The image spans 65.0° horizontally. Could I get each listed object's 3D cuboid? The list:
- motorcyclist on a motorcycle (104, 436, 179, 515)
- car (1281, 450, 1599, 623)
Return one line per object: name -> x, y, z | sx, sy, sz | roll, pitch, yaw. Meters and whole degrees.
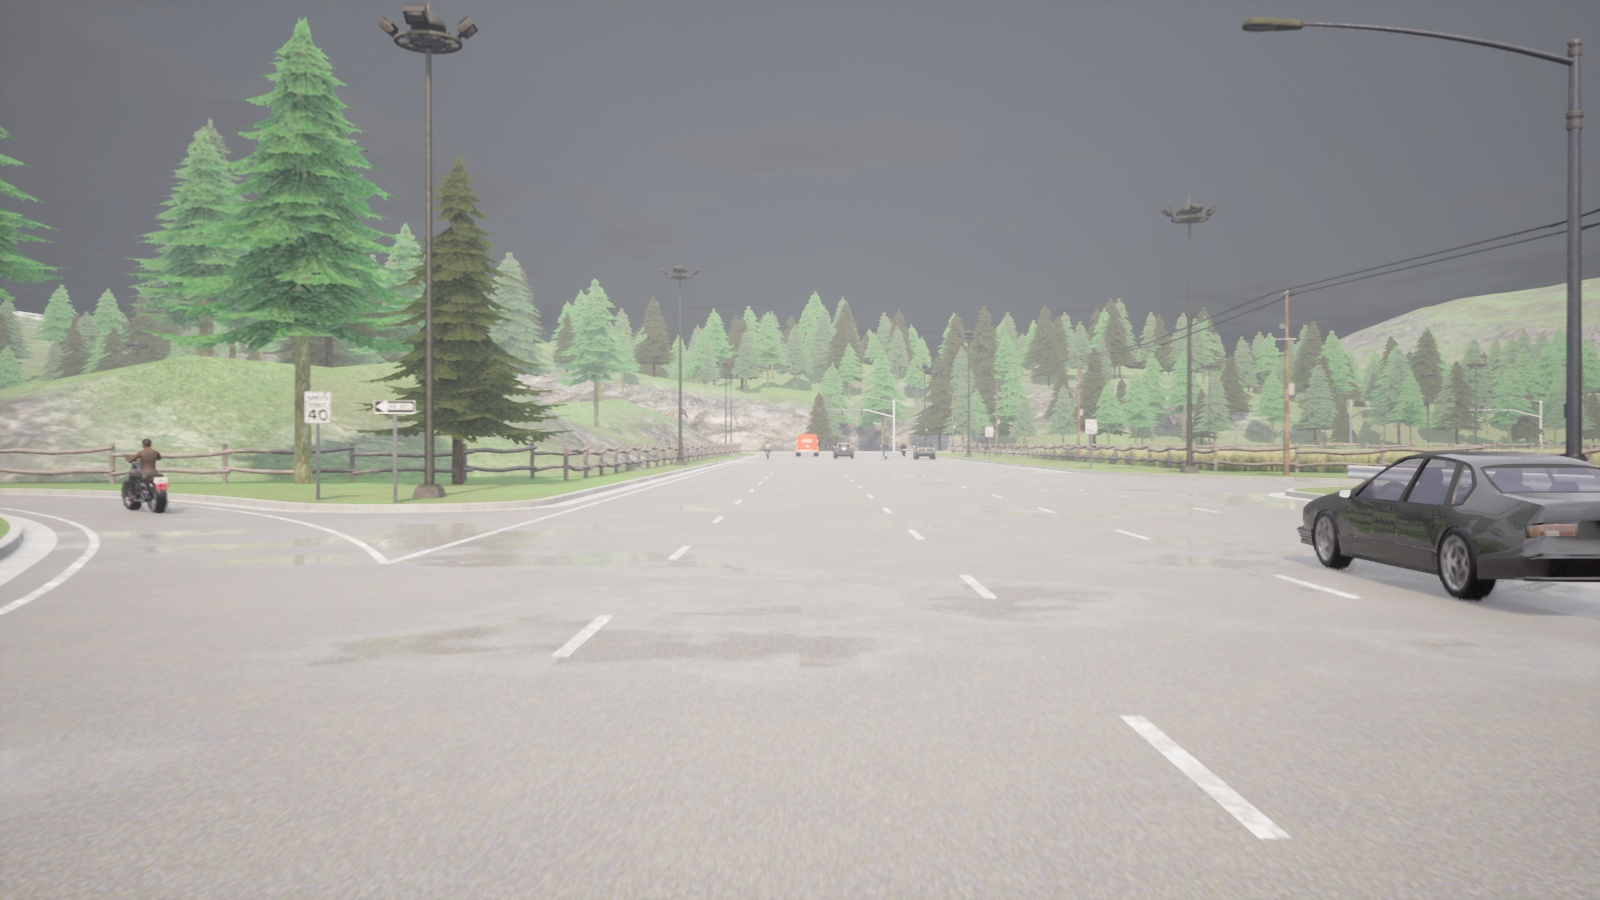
motorcyclist on a motorcycle -> -14.363, 0.531, 27.368 | 0.766, 1.649, 2.350 | -1, 1, -45
car -> 7.090, 0.725, 13.194 | 2.033, 1.411, 5.357 | 0, 0, 0
